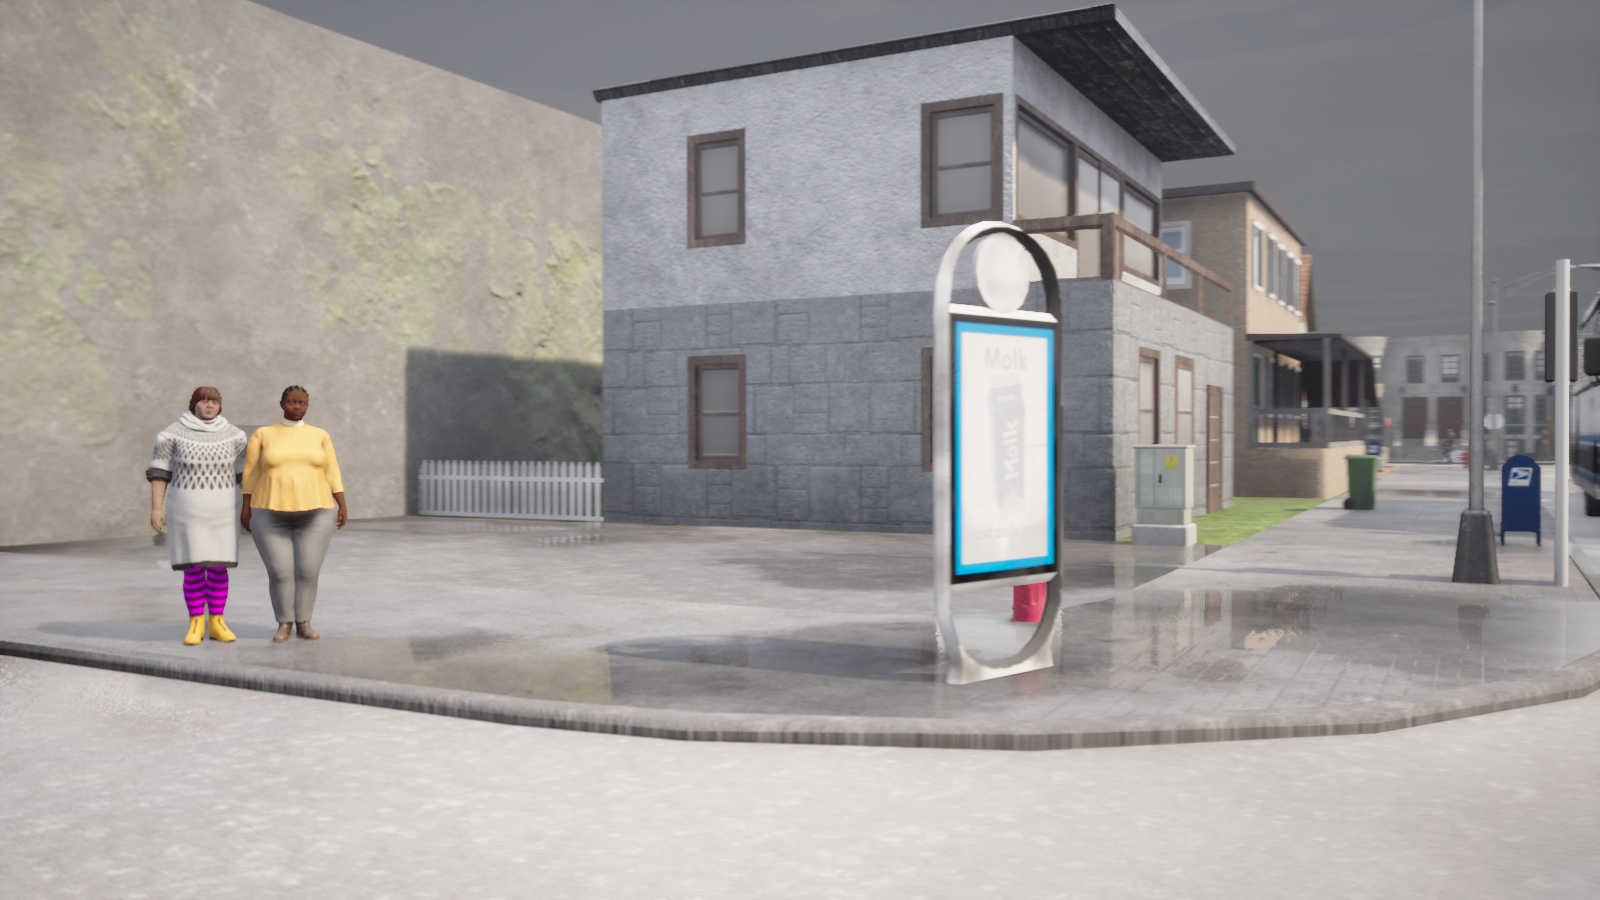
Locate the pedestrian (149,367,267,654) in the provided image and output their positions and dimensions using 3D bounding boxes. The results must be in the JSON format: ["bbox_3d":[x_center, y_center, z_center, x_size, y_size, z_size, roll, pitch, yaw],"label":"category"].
[{"bbox_3d":[-4.279,0.406,9.063,0.659,1.952,0.873,0,1,-33],"label":"pedestrian"}]

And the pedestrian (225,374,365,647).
[{"bbox_3d":[-3.682,0.408,9.130,0.874,1.855,0.900,0,1,-27],"label":"pedestrian"}]

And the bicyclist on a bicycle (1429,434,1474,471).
[{"bbox_3d":[31.585,0.106,60.883,1.843,1.776,0.659,1,2,34],"label":"bicyclist on a bicycle"}]

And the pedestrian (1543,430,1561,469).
[{"bbox_3d":[37.585,-0.049,62.772,0.666,1.930,0.402,1,1,45],"label":"pedestrian"}]

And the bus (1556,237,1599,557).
[{"bbox_3d":[14.698,-0.725,20.302,3.944,4.253,10.273,1,1,30],"label":"bus"}]
